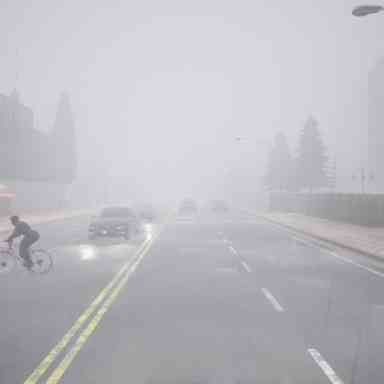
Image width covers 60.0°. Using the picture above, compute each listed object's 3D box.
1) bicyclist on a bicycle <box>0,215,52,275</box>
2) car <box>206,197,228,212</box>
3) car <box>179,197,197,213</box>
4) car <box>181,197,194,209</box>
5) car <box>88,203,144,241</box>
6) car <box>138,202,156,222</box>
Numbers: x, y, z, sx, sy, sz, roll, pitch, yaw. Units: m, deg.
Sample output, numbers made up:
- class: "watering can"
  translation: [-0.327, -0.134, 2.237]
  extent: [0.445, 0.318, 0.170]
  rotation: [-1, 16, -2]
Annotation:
- class: "bicyclist on a bicycle"
  translation: [-4.619, 1.455, 9.005]
  extent: [1.656, 1.620, 0.582]
  rotation: [-2, 0, -1]
- class: "car"
  translation: [3.076, 1.547, 38.620]
  extent: [2.033, 1.411, 5.357]
  rotation: [0, 0, -1]
- class: "car"
  translation: [-0.435, 1.492, 37.663]
  extent: [2.128, 1.511, 4.902]
  rotation: [0, 0, -1]
- class: "car"
  translation: [-0.619, 1.505, 47.701]
  extent: [1.837, 1.490, 4.892]
  rotation: [0, 0, 0]
- class: "car"
  translation: [-3.814, 1.506, 16.857]
  extent: [1.837, 1.490, 4.892]
  rotation: [0, 0, -1]
- class: "car"
  translation: [-3.847, 1.526, 26.052]
  extent: [1.812, 1.442, 4.674]
  rotation: [0, 0, -1]
